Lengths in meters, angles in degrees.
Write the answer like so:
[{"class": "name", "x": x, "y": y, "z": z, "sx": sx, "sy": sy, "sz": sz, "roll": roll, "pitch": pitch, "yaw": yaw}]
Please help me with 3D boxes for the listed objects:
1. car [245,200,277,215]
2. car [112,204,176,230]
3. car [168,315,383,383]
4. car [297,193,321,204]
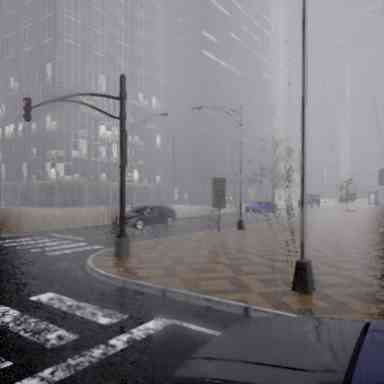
[{"class": "car", "x": 7.581, "y": 1.658, "z": 36.352, "sx": 1.882, "sy": 1.535, "sz": 5.008, "roll": 0, "pitch": 0, "yaw": 37}, {"class": "car", "x": -3.047, "y": 1.601, "z": 22.114, "sx": 1.837, "sy": 1.490, "sz": 4.892, "roll": 0, "pitch": 1, "yaw": 37}, {"class": "car", "x": 2.353, "y": 1.546, "z": 2.007, "sx": 5.357, "sy": 1.411, "sz": 2.033, "roll": 0, "pitch": 0, "yaw": 34}, {"class": "car", "x": 17.471, "y": 1.196, "z": 49.443, "sx": 2.150, "sy": 2.045, "sz": 5.566, "roll": 0, "pitch": 0, "yaw": 37}]
